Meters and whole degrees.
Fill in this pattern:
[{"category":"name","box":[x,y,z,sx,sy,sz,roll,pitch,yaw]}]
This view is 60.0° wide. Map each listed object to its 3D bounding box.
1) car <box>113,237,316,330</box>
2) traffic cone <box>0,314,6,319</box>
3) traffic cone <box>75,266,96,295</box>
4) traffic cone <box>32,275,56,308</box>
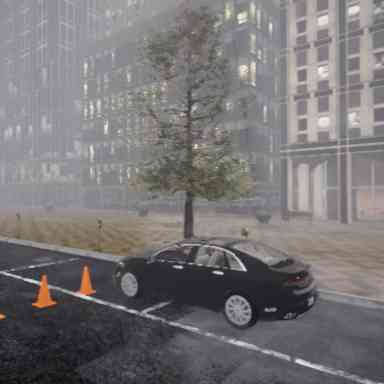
[{"category":"car","box":[0.225,1.602,6.874,4.403,1.369,2.008,0,-1,36]},{"category":"traffic cone","box":[-3.602,1.985,5.986,0.340,0.580,0.340,0,0,36]},{"category":"traffic cone","box":[-2.423,2.001,7.601,0.340,0.580,0.340,0,0,36]},{"category":"traffic cone","box":[-3.013,1.993,6.794,0.340,0.580,0.340,0,0,36]}]
